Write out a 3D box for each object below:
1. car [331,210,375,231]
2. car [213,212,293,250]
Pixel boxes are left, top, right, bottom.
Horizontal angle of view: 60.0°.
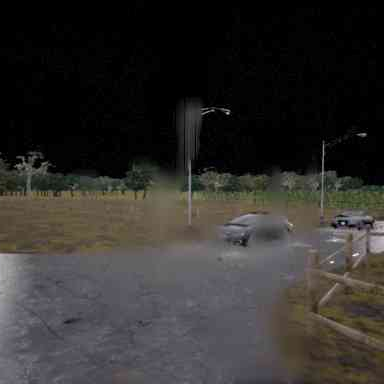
[{"bbox_3d":[12.160,2.104,25.073,4.181,1.385,1.994,2,-1,-45],"label":"car"},{"bbox_3d":[3.062,1.763,16.009,4.892,1.490,1.837,1,0,-44],"label":"car"}]
